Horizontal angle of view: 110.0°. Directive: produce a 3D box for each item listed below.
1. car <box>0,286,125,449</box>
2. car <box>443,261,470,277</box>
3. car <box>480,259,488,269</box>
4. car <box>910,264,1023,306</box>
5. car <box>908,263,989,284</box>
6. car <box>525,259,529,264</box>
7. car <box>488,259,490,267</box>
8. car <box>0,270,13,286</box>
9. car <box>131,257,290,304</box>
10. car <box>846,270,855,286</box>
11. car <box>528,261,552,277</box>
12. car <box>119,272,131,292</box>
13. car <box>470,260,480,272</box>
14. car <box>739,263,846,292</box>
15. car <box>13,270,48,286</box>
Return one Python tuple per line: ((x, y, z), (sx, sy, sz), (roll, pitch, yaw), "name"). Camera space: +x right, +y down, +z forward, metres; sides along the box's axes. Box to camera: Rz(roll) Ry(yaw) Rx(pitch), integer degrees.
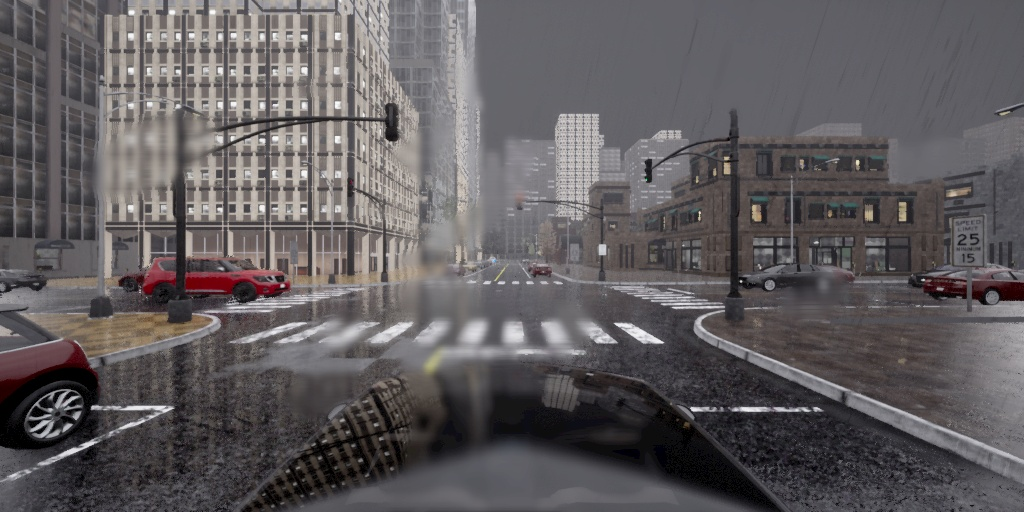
((-5.691, 1.190, 2.281), (1.967, 1.591, 4.097), (0, 0, 0), "car")
((-5.522, 1.342, 34.748), (1.802, 1.307, 4.207), (0, 0, 0), "car")
((-5.406, 1.327, 56.911), (2.007, 1.370, 4.403), (0, 0, 0), "car")
((19.136, 1.153, 14.181), (4.507, 1.381, 1.888), (0, 0, -1), "car")
((24.946, 1.142, 20.039), (4.181, 1.385, 1.994), (0, 0, -1), "car")
((2.916, 1.350, 45.786), (1.802, 1.307, 4.207), (0, 0, 0), "car")
((-5.378, 1.347, 62.451), (1.948, 1.339, 4.313), (0, 0, 0), "car")
((-26.470, 1.443, 16.325), (4.674, 1.442, 1.812), (-1, 0, -1), "car")
((-13.477, 1.051, 16.575), (5.566, 2.045, 2.150), (0, 0, -3), "car")
((19.053, 1.203, 22.561), (4.207, 1.307, 1.802), (0, 0, -1), "car")
((2.859, 1.305, 34.704), (1.888, 1.381, 4.507), (0, 0, 0), "car")
((-21.019, 1.204, 22.165), (5.009, 1.841, 2.192), (0, 0, -1), "car")
((-5.466, 1.293, 45.659), (1.751, 1.417, 4.829), (0, 0, 0), "car")
((15.143, 1.148, 19.934), (4.892, 1.490, 1.837), (0, 0, -1), "car")
((-31.429, 1.509, 22.062), (4.403, 1.370, 2.007), (0, 0, -1), "car")
